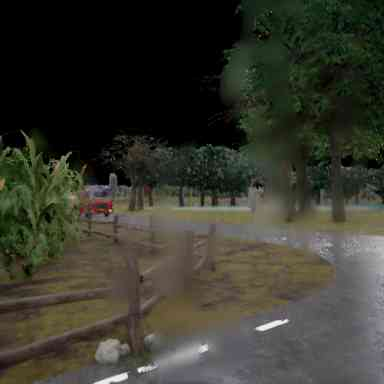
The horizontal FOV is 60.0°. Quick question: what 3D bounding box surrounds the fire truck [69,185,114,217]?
[{"bbox_3d":[-12.922,1.117,42.107,2.891,3.827,8.468,1,-1,-36],"label":"fire truck"}]
